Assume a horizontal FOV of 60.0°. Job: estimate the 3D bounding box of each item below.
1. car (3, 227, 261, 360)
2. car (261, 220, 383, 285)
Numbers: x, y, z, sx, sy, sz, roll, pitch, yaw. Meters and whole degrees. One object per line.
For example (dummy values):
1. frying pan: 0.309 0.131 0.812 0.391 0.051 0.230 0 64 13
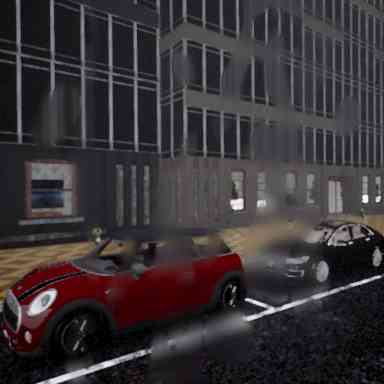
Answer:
1. car: -0.998 1.418 5.848 4.097 1.590 1.967 -1 0 -35
2. car: 3.638 1.477 9.152 4.403 1.369 2.008 -1 0 -35
